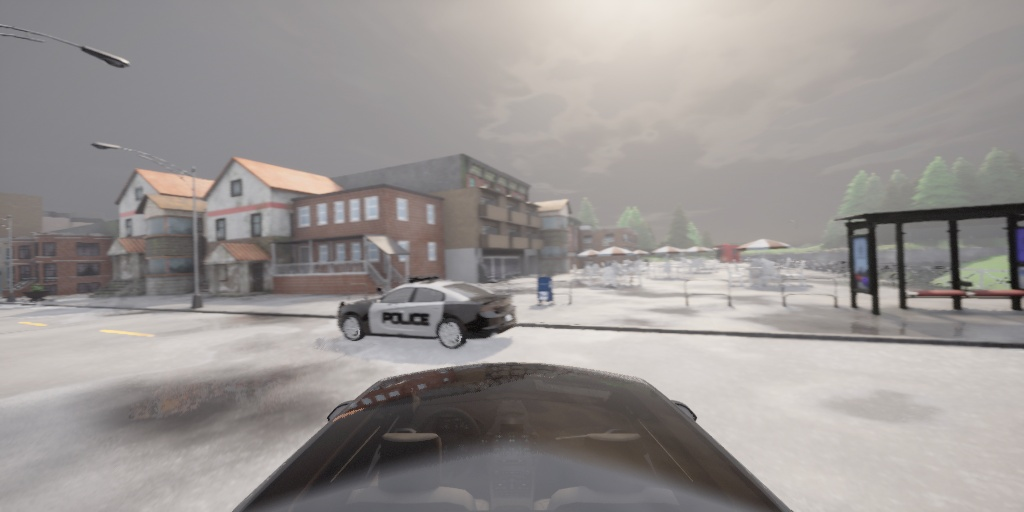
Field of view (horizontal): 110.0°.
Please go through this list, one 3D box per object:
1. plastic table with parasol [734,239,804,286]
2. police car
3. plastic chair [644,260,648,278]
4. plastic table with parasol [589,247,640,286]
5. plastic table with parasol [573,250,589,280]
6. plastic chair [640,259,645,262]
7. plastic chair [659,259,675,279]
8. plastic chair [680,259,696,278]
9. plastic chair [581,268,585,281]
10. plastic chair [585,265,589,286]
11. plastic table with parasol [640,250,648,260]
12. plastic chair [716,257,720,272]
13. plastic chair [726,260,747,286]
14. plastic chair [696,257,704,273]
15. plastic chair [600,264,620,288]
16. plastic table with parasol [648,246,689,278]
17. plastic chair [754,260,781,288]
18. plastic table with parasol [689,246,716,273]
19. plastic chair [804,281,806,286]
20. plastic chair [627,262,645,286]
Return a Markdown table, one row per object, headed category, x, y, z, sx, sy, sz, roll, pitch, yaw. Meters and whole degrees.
| category | x | y | z | sx | sy | sz | roll | pitch | yaw |
| --- | --- | --- | --- | --- | --- | --- | --- | --- | --- |
| plastic table with parasol | 13.405 | 0.330 | 19.009 | 2.482 | 2.480 | 2.482 | 0 | 0 | 24 |
| police car | -2.421 | 1.357 | 9.514 | 5.238 | 1.638 | 1.930 | -3 | -1 | 24 |
| plastic chair | 11.134 | 1.130 | 28.631 | 0.730 | 1.272 | 0.750 | 0 | 0 | 24 |
| plastic table with parasol | 6.596 | 0.645 | 22.914 | 2.482 | 2.480 | 2.482 | 0 | 0 | 24 |
| plastic table with parasol | 6.681 | 0.721 | 30.109 | 2.482 | 2.480 | 2.482 | 0 | 0 | 24 |
| plastic chair | 14.698 | 1.130 | 41.604 | 0.750 | 1.272 | 0.730 | 0 | 0 | 24 |
| plastic chair | 11.690 | 1.090 | 26.952 | 0.750 | 1.272 | 0.730 | 0 | 0 | 24 |
| plastic chair | 13.418 | 1.025 | 27.378 | 0.730 | 1.272 | 0.750 | 0 | 0 | 24 |
| plastic chair | 6.262 | 1.329 | 29.005 | 0.750 | 1.272 | 0.730 | 0 | 0 | 24 |
| plastic chair | 5.427 | 1.302 | 23.530 | 0.730 | 1.272 | 0.750 | 0 | 0 | 24 |
| plastic table with parasol | 15.113 | 0.521 | 42.669 | 2.482 | 2.480 | 2.482 | 0 | 0 | 24 |
| plastic chair | 18.684 | 0.881 | 33.446 | 0.730 | 1.272 | 0.750 | 0 | 0 | 24 |
| plastic chair | 12.198 | 0.988 | 19.588 | 0.730 | 1.272 | 0.750 | 0 | 0 | 24 |
| plastic chair | 16.932 | 0.946 | 32.957 | 0.750 | 1.272 | 0.730 | 0 | 0 | 24 |
| plastic chair | 5.984 | 1.262 | 21.851 | 0.750 | 1.272 | 0.730 | 0 | 0 | 24 |
| plastic table with parasol | 12.230 | 0.476 | 28.025 | 2.482 | 2.480 | 2.482 | 0 | 0 | 24 |
| plastic chair | 12.754 | 0.948 | 17.909 | 0.750 | 1.272 | 0.730 | 0 | 0 | 24 |
| plastic table with parasol | 17.523 | 0.330 | 33.983 | 2.482 | 2.480 | 2.482 | 0 | 0 | 24 |
| plastic chair | 14.482 | 0.883 | 18.335 | 0.730 | 1.272 | 0.750 | 0 | 0 | 24 |
| plastic chair | 7.712 | 1.197 | 22.277 | 0.730 | 1.272 | 0.750 | 0 | 0 | 24 |
